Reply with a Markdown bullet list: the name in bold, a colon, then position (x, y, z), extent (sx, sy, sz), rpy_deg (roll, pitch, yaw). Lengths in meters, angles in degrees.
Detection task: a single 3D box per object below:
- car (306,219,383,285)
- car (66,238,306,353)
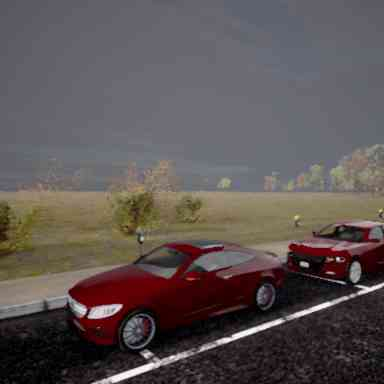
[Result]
- **car**: position (4.548, 1.489, 9.331), extent (4.507, 1.381, 1.887), rpy_deg (0, 1, -35)
- **car**: position (-0.055, 1.561, 6.049), extent (4.206, 1.307, 1.802), rpy_deg (0, 1, -35)
